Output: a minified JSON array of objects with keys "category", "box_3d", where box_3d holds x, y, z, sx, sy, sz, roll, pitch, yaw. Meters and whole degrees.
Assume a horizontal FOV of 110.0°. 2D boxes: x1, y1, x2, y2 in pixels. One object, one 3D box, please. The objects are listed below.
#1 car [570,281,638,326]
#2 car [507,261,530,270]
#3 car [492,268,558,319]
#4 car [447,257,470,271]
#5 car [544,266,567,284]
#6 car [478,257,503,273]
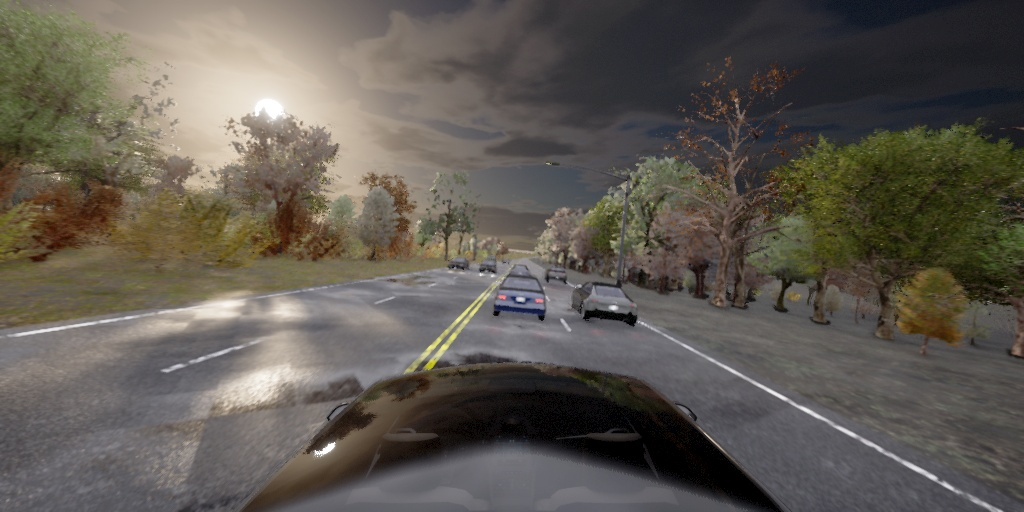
[{"category":"car","box_3d":[3.594,1.736,14.507,1.994,1.385,4.181,7,1,1]},{"category":"car","box_3d":[0.756,1.501,34.186,1.994,1.385,4.181,4,0,1]},{"category":"car","box_3d":[0.319,1.423,13.802,2.033,1.411,5.357,6,0,1]},{"category":"car","box_3d":[-5.772,0.868,39.601,2.033,1.411,5.357,6,0,1]},{"category":"car","box_3d":[4.033,1.702,33.632,2.128,1.511,4.902,7,0,1]},{"category":"car","box_3d":[-2.539,1.185,39.502,2.033,1.411,5.357,6,0,1]}]
